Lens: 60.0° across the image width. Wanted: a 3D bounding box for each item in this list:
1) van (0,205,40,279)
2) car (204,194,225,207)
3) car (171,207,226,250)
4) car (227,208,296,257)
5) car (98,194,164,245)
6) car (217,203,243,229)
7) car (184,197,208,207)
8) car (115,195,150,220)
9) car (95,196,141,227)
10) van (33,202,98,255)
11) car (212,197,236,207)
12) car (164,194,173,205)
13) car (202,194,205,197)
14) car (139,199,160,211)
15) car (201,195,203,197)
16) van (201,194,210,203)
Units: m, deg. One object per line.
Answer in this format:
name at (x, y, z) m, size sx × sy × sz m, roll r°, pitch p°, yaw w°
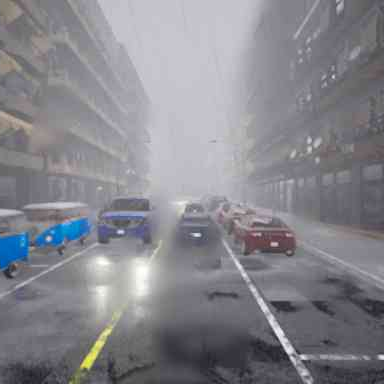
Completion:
van at (-5.260, 1.322, 7.423) m, size 1.690 × 1.788 × 3.998 m, roll 2°, pitch 0°, yaw 0°
car at (2.734, 1.299, 34.975) m, size 2.192 × 1.841 × 5.009 m, roll 1°, pitch 0°, yaw 0°
car at (0.167, 1.548, 14.211) m, size 1.994 × 1.385 × 4.181 m, roll 0°, pitch 0°, yaw 0°
car at (2.644, 1.534, 12.851) m, size 1.887 × 1.381 × 4.507 m, roll 1°, pitch 0°, yaw 0°
car at (-2.771, 1.200, 15.793) m, size 2.150 × 2.045 × 5.566 m, roll 0°, pitch 0°, yaw 0°
car at (2.673, 1.531, 18.381) m, size 1.887 × 1.381 × 4.507 m, roll 1°, pitch 0°, yaw 0°
car at (0.262, 1.505, 31.525) m, size 1.812 × 1.442 × 4.674 m, roll 0°, pitch 0°, yaw 0°
car at (-5.141, 1.286, 29.545) m, size 2.192 × 1.841 × 5.009 m, roll 2°, pitch 0°, yaw 0°
car at (-5.171, 1.287, 24.016) m, size 2.192 × 1.841 × 5.009 m, roll 2°, pitch 0°, yaw 0°
van at (-5.231, 1.318, 12.955) m, size 1.690 × 1.788 × 3.998 m, roll 2°, pitch 0°, yaw 0°
car at (2.713, 1.425, 23.913) m, size 1.967 × 1.590 × 4.097 m, roll 1°, pitch 0°, yaw 0°
car at (-4.994, 1.308, 57.198) m, size 2.192 × 1.841 × 5.009 m, roll 1°, pitch 0°, yaw 0°
car at (2.789, 1.431, 46.038) m, size 1.967 × 1.590 × 4.097 m, roll 1°, pitch 0°, yaw 0°
car at (-5.089, 1.540, 40.608) m, size 1.947 × 1.339 × 4.313 m, roll 1°, pitch 0°, yaw 0°
car at (2.846, 1.588, 57.100) m, size 1.802 × 1.307 × 4.206 m, roll 1°, pitch 0°, yaw 0°
van at (2.939, 1.384, 73.695) m, size 1.690 × 1.788 × 3.998 m, roll 1°, pitch 0°, yaw 0°
